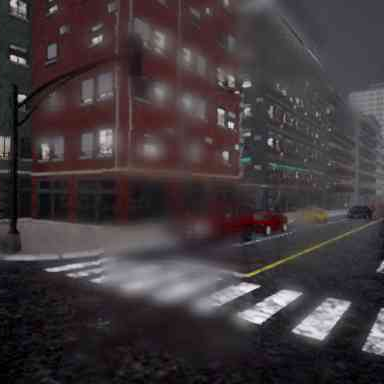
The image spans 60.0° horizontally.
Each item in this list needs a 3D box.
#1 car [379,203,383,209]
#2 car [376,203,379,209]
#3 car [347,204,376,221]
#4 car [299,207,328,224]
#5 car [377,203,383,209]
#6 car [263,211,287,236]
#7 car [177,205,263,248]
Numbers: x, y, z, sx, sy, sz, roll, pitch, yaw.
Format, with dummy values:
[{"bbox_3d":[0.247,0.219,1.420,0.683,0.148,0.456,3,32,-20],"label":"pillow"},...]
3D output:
[{"bbox_3d":[40.888,3.043,72.306,1.887,1.381,4.507,-1,-2,35],"label":"car"},{"bbox_3d":[31.003,2.733,58.369,1.887,1.381,4.507,-1,-2,35],"label":"car"},{"bbox_3d":[17.886,2.202,35.335,1.882,1.535,5.008,0,-1,36],"label":"car"},{"bbox_3d":[11.135,2.092,30.358,1.752,1.417,4.829,-1,-2,35],"label":"car"},{"bbox_3d":[44.183,3.146,76.951,1.887,1.381,4.507,-1,-2,35],"label":"car"},{"bbox_3d":[4.643,1.909,21.205,1.887,1.381,4.507,-1,-2,35],"label":"car"},{"bbox_3d":[1.349,1.576,16.564,2.192,1.841,5.009,-1,-2,35],"label":"car"}]
